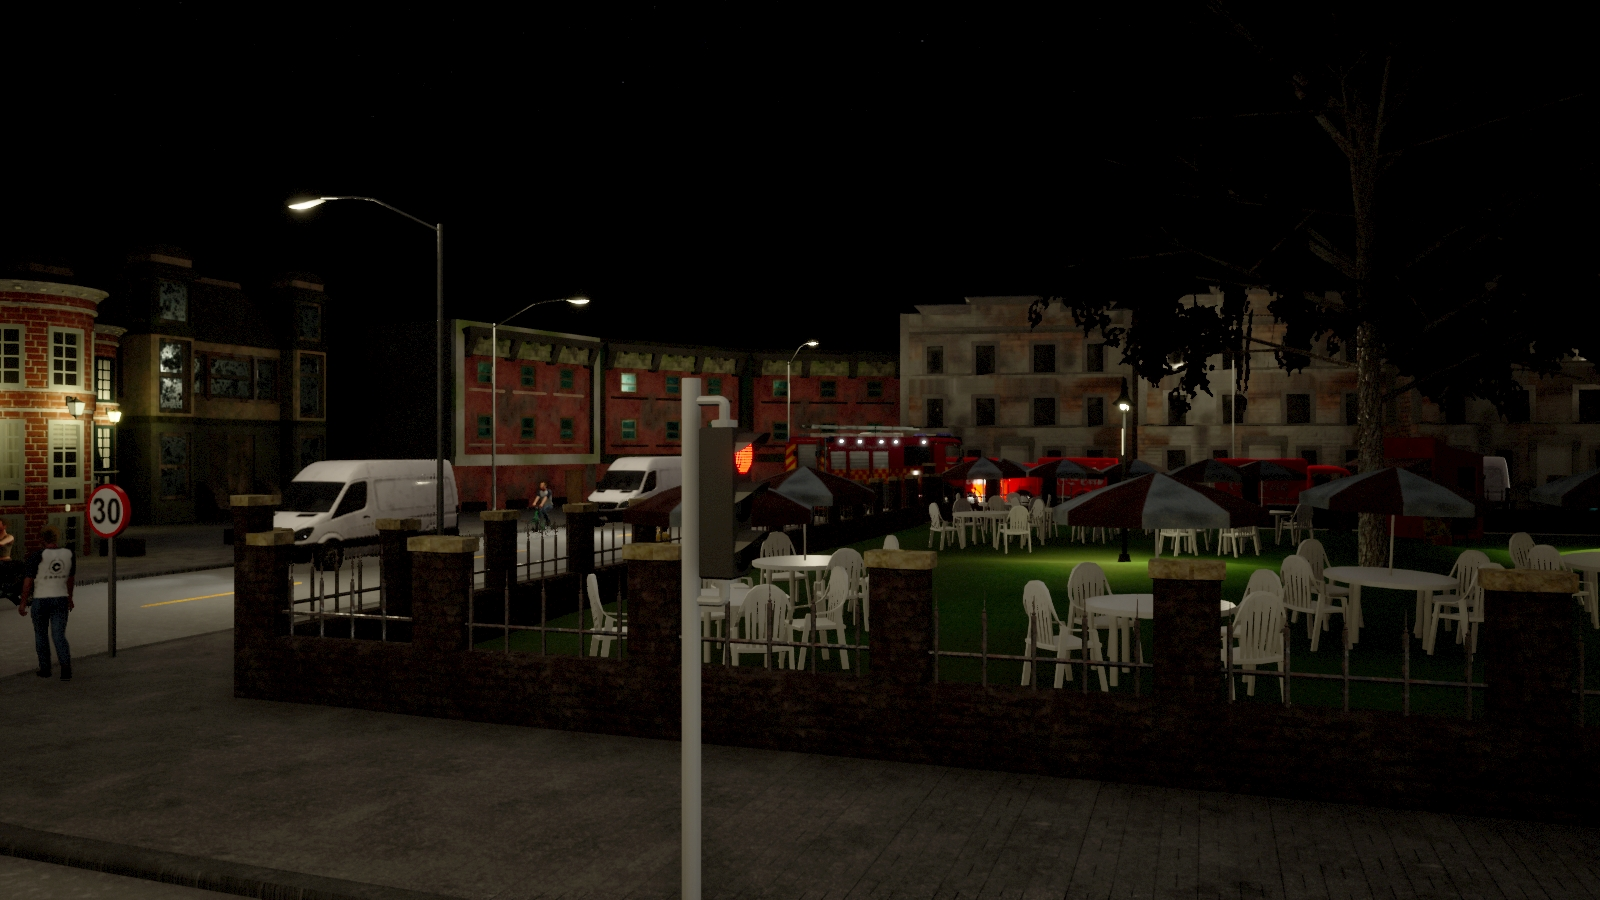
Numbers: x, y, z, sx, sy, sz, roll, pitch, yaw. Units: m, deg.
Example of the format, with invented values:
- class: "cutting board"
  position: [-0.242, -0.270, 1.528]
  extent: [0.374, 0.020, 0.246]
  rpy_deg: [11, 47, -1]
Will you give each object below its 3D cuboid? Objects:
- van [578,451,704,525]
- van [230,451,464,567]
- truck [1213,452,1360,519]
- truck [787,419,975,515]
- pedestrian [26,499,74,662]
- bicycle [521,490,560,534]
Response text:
- class: "van"
  position: [-5.837, 1.314, 42.870]
  extent: [1.988, 2.561, 5.915]
  rpy_deg: [0, 0, 22]
- class: "van"
  position: [-10.994, 1.314, 28.356]
  extent: [1.988, 2.561, 5.915]
  rpy_deg: [0, 0, 20]
- class: "truck"
  position: [19.062, 1.342, 45.076]
  extent: [5.204, 2.467, 2.627]
  rpy_deg: [0, 0, 20]
- class: "truck"
  position: [3.640, 0.672, 49.315]
  extent: [8.468, 3.827, 2.891]
  rpy_deg: [0, 0, -40]
- class: "pedestrian"
  position: [-8.814, 1.518, 13.425]
  extent: [0.375, 1.860, 0.375]
  rpy_deg: [0, 0, 38]
- class: "bicycle"
  position: [-8.188, 1.936, 36.160]
  extent: [0.373, 1.296, 1.643]
  rpy_deg: [0, 0, 20]
